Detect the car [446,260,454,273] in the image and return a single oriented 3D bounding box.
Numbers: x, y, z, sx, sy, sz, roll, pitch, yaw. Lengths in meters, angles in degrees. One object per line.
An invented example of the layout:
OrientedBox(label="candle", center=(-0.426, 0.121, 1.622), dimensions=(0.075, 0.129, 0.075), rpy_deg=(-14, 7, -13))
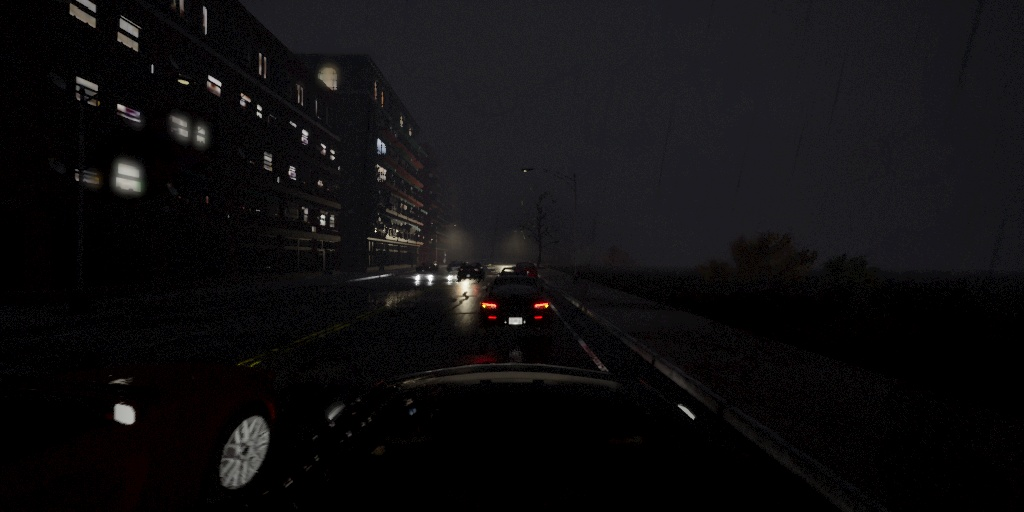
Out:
OrientedBox(label="car", center=(-6.686, 1.244, 43.378), dimensions=(2.128, 1.511, 4.902), rpy_deg=(0, 0, 0))

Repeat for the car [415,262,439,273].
OrientedBox(label="car", center=(-9.935, 1.354, 42.278), dimensions=(1.895, 1.301, 4.718), rpy_deg=(0, 0, 0))

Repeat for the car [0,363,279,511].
OrientedBox(label="car", center=(-3.152, 1.227, 1.407), dimensions=(1.882, 1.535, 5.008), rpy_deg=(0, 0, 0))

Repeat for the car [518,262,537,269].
OrientedBox(label="car", center=(1.079, 1.231, 29.962), dimensions=(1.882, 1.535, 5.008), rpy_deg=(0, 0, 0))

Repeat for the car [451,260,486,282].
OrientedBox(label="car", center=(-3.207, 1.243, 28.741), dimensions=(2.128, 1.511, 4.902), rpy_deg=(0, 0, 0))

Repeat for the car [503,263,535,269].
OrientedBox(label="car", center=(0.062, 1.317, 20.434), dimensions=(1.994, 1.385, 4.181), rpy_deg=(0, 0, 0))

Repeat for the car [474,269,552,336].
OrientedBox(label="car", center=(0.074, 1.277, 10.267), dimensions=(1.812, 1.442, 4.674), rpy_deg=(0, 0, 0))
